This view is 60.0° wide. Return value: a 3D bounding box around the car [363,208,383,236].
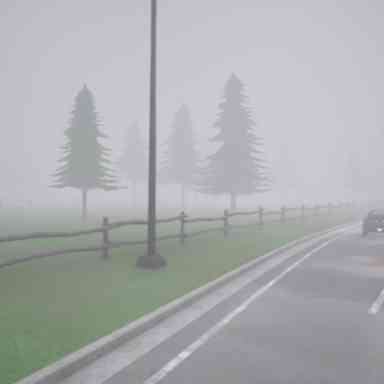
[{"bbox_3d":[11.125,1.712,19.080,1.837,1.490,4.892,0,-1,37],"label":"car"}]
